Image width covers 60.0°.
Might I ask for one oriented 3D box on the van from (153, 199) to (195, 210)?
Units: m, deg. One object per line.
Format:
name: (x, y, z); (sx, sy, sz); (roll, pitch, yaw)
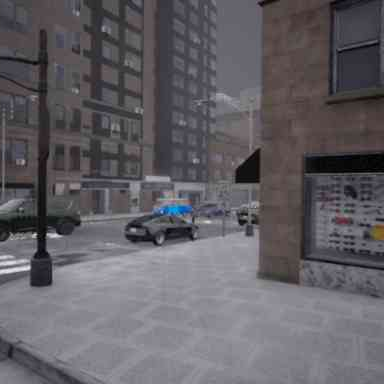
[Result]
van: (-1.860, 1.492, 30.400); (1.690, 1.788, 3.998); (1, 0, 36)

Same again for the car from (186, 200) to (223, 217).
car: (1.358, 1.635, 34.855); (1.967, 1.590, 4.097); (1, 0, 36)

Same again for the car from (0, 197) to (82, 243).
car: (-8.419, 1.295, 17.048); (2.150, 2.045, 5.566); (1, 0, 38)

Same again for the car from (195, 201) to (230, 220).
car: (1.900, 1.738, 31.207); (1.812, 1.442, 4.674); (1, 0, 36)

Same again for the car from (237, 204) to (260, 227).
car: (5.047, 1.844, 25.406); (1.947, 1.339, 4.313); (0, 0, 36)

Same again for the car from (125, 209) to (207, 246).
car: (-1.392, 1.758, 16.495); (1.947, 1.339, 4.313); (1, 0, 36)

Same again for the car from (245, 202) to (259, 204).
car: (6.148, 1.884, 31.639); (1.895, 1.301, 4.718); (1, 0, 36)
